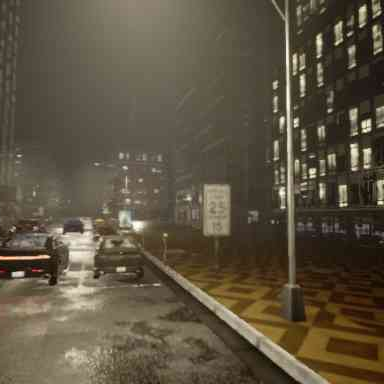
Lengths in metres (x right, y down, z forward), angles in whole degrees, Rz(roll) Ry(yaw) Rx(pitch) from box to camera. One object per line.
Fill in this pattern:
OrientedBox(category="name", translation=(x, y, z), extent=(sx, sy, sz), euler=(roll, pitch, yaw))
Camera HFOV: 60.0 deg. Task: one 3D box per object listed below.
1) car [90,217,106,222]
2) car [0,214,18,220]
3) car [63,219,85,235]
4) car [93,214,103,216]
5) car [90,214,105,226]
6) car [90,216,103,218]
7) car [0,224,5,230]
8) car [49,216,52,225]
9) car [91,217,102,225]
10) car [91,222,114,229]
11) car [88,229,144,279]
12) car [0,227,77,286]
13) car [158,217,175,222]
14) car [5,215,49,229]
OrientedBox(category="car", translation=(-9.262, 3.577, 33.679), extent=(1.887, 1.381, 4.507), euler=(2, -4, -17))
OrientedBox(category="car", translation=(-43.440, 5.790, 77.836), extent=(4.507, 1.381, 1.887), euler=(3, -6, -17))
OrientedBox(category="car", translation=(-12.086, 3.509, 34.054), extent=(1.882, 1.535, 5.008), euler=(2, -4, -17))
OrientedBox(category="car", translation=(-14.077, 4.313, 49.631), extent=(2.192, 1.841, 5.009), euler=(2, -4, -17))
OrientedBox(category="car", translation=(-15.684, 4.635, 54.944), extent=(2.192, 1.841, 5.009), euler=(2, -4, -17))
OrientedBox(category="car", translation=(-10.916, 3.889, 39.155), extent=(1.752, 1.417, 4.829), euler=(2, -4, -17))
OrientedBox(category="car", translation=(-15.679, 3.071, 25.952), extent=(1.802, 1.307, 4.206), euler=(2, -4, -17))
OrientedBox(category="car", translation=(-23.661, 4.614, 52.357), extent=(1.752, 1.417, 4.829), euler=(2, -4, -17))
OrientedBox(category="car", translation=(-17.294, 5.187, 60.242), extent=(1.887, 1.381, 4.507), euler=(2, -4, -17))
OrientedBox(category="car", translation=(-6.050, 2.971, 23.051), extent=(1.802, 1.307, 4.206), euler=(2, -4, -17))
OrientedBox(category="car", translation=(-2.836, 2.296, 12.428), extent=(2.008, 1.369, 4.403), euler=(2, -4, -17))
OrientedBox(category="car", translation=(-5.311, 2.143, 11.294), extent=(2.128, 1.511, 4.902), euler=(1, -4, -15))
OrientedBox(category="car", translation=(-7.066, 7.302, 89.082), extent=(4.097, 1.590, 1.967), euler=(3, -6, -17))
OrientedBox(category="car", translation=(-13.332, 2.938, 27.165), extent=(2.097, 1.767, 4.553), euler=(2, -4, -17))
